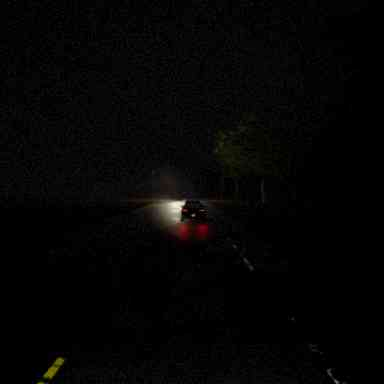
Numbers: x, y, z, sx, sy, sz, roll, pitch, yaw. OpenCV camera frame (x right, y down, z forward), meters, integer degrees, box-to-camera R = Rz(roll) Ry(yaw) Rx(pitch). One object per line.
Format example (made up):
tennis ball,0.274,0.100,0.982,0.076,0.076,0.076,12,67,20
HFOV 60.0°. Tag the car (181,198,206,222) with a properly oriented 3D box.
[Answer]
car,0.091,1.463,25.946,1.812,1.442,4.674,0,0,0

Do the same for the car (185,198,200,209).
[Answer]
car,0.086,1.465,43.088,1.895,1.301,4.718,0,0,0
